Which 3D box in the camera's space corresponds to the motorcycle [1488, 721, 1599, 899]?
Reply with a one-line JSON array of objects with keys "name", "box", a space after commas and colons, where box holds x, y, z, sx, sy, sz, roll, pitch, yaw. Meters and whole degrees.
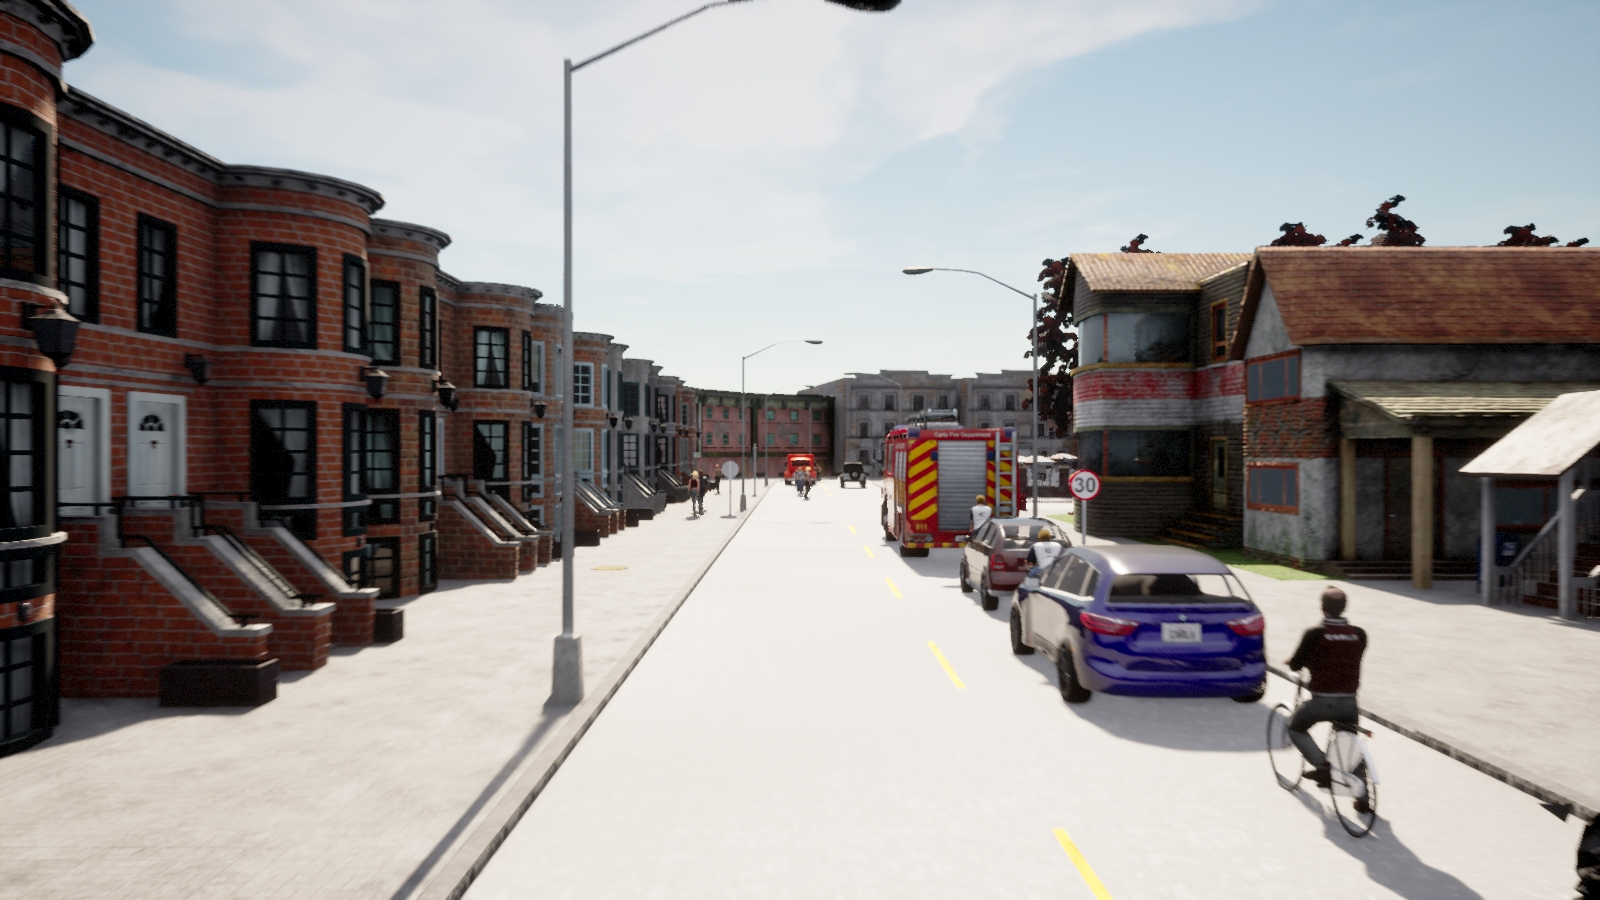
[{"name": "motorcycle", "box": [4.000, 1.993, 4.964, 0.803, 1.145, 2.033, 0, 0, 0]}]

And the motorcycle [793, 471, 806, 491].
[{"name": "motorcycle", "box": [-0.017, 1.962, 73.423, 0.856, 1.236, 1.805, 0, 0, 0]}]

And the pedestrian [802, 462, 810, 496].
[{"name": "pedestrian", "box": [0.323, 1.628, 64.039, 0.375, 1.860, 0.375, 0, 0, -15]}]

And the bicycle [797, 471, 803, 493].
[{"name": "bicycle", "box": [-0.014, 1.936, 69.161, 0.373, 1.296, 1.643, 0, 0, 0]}]

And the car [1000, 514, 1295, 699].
[{"name": "car", "box": [4.001, 1.747, 14.127, 2.242, 1.667, 4.611, 0, 0, 0]}]

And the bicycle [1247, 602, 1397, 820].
[{"name": "bicycle", "box": [3.994, 1.940, 8.876, 0.329, 1.271, 1.835, 0, 0, 0]}]

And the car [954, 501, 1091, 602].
[{"name": "car", "box": [4.007, 1.800, 21.138, 1.789, 1.549, 3.705, 0, 0, 0]}]

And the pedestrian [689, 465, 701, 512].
[{"name": "pedestrian", "box": [-4.174, 1.523, 45.471, 0.375, 1.860, 0.375, 0, 0, 20]}]

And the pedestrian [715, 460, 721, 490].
[{"name": "pedestrian", "box": [-4.999, 1.524, 69.689, 0.375, 1.860, 0.375, 0, 0, 2]}]

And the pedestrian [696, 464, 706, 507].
[{"name": "pedestrian", "box": [-4.334, 1.524, 49.811, 0.375, 1.860, 0.375, 0, 0, -16]}]

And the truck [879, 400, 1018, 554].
[{"name": "truck", "box": [3.995, 0.671, 32.797, 2.891, 3.827, 8.468, 0, 0, 0]}]
